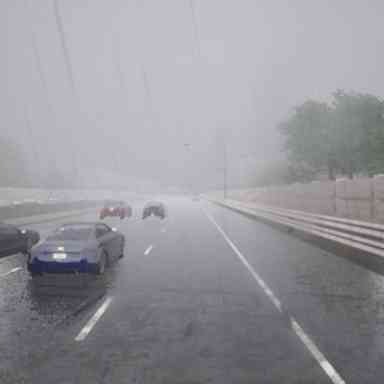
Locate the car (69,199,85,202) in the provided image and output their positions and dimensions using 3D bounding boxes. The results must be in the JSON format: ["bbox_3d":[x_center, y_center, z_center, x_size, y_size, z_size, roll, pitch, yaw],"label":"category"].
[{"bbox_3d":[-17.529,1.801,50.856,1.837,1.490,4.892,0,0,0],"label":"car"}]

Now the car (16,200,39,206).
[{"bbox_3d":[-24.522,1.895,50.069,1.895,1.301,4.718,0,0,1],"label":"car"}]

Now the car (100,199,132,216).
[{"bbox_3d":[-6.880,1.531,30.588,2.097,1.767,4.553,0,0,0],"label":"car"}]

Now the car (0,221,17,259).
[{"bbox_3d":[-6.892,1.612,10.745,2.033,1.411,5.357,0,0,0],"label":"car"}]

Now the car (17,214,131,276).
[{"bbox_3d":[-3.393,1.627,10.542,1.994,1.385,4.181,0,0,0],"label":"car"}]

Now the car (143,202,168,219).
[{"bbox_3d":[-3.381,1.685,30.921,1.837,1.490,4.892,0,0,0],"label":"car"}]

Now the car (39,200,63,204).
[{"bbox_3d":[-21.028,1.861,50.669,1.994,1.385,4.181,0,0,0],"label":"car"}]
